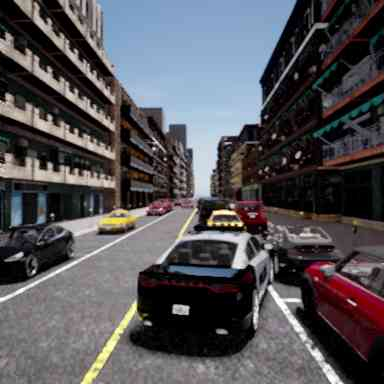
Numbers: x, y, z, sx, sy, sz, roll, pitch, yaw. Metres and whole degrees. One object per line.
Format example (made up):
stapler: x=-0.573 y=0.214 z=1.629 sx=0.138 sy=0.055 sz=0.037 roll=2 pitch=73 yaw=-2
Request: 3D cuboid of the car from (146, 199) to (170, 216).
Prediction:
car: x=-4.129 y=1.918 z=38.829 sx=1.967 sy=1.590 sz=4.097 roll=0 pitch=-1 yaw=2

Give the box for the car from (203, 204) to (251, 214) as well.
car: x=1.628 y=1.639 z=17.095 sx=1.801 sy=1.575 sz=5.366 roll=-1 pitch=-1 yaw=2

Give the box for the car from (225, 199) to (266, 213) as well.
car: x=3.595 y=1.533 z=21.609 sx=2.192 sy=1.841 sz=5.009 roll=0 pitch=-1 yaw=2

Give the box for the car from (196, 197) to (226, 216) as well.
car: x=1.527 y=1.470 z=22.902 sx=2.150 sy=2.045 sz=5.566 roll=-1 pitch=-1 yaw=0

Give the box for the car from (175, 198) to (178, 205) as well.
car: x=-2.828 y=2.159 z=72.622 sx=2.192 sy=1.841 sz=5.009 roll=0 pitch=-1 yaw=2

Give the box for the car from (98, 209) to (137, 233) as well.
car: x=-4.785 y=1.817 z=21.761 sx=1.752 sy=1.417 sz=4.829 roll=0 pitch=-1 yaw=2

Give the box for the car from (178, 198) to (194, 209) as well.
car: x=-0.747 y=2.002 z=56.798 sx=2.097 sy=1.767 sz=4.553 roll=-1 pitch=-1 yaw=2

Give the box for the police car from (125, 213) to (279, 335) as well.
police car: x=0.645 y=1.504 z=7.223 sx=1.930 sy=1.638 sz=5.238 roll=-1 pitch=-1 yaw=18

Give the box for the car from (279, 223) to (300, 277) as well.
car: x=3.162 y=1.644 z=10.342 sx=2.008 sy=1.369 sz=4.403 roll=0 pitch=-1 yaw=2

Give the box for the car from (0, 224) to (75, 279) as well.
car: x=-5.212 y=1.735 z=10.666 sx=1.947 sy=1.339 sz=4.313 roll=0 pitch=-1 yaw=2

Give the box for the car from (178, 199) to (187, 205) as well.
car: x=-2.393 y=2.509 z=83.883 sx=1.887 sy=1.381 sz=4.507 roll=0 pitch=-1 yaw=2

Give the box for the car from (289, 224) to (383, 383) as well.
car: x=2.944 y=1.471 z=4.712 sx=1.967 sy=1.590 sz=4.097 roll=0 pitch=-1 yaw=2

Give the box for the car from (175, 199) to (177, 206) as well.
car: x=-3.695 y=2.183 z=50.091 sx=1.802 sy=1.307 sz=4.206 roll=0 pitch=-1 yaw=2

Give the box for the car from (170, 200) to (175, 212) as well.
car: x=-3.912 y=1.855 z=44.462 sx=2.192 sy=1.841 sz=5.009 roll=0 pitch=-1 yaw=2

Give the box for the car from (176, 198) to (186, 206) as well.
car: x=-2.611 y=2.344 z=78.251 sx=1.967 sy=1.590 sz=4.097 roll=0 pitch=-1 yaw=2

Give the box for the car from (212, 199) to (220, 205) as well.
car: x=5.980 y=2.433 z=83.557 sx=1.887 sy=1.381 sz=4.507 roll=0 pitch=-1 yaw=2

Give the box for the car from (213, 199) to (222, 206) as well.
car: x=5.553 y=2.295 z=72.464 sx=1.752 sy=1.417 sz=4.829 roll=0 pitch=-1 yaw=2

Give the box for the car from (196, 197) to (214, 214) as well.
car: x=1.738 y=1.701 z=43.399 sx=2.150 sy=2.045 sz=5.566 roll=-1 pitch=-1 yaw=2
